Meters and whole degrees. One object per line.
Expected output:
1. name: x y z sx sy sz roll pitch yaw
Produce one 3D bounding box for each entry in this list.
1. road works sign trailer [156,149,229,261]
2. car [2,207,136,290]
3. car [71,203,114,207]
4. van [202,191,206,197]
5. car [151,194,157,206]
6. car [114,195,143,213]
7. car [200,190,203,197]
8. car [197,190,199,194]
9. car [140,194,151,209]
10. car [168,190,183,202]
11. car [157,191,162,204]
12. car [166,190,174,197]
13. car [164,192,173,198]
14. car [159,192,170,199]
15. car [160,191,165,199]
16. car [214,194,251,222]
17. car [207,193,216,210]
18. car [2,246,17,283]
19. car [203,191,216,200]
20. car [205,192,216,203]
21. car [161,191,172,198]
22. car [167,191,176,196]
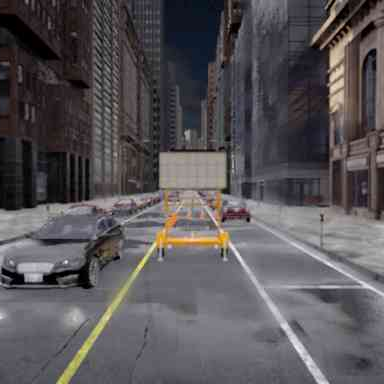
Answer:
1. road works sign trailer: 0.027 0.317 11.657 2.380 3.560 2.880 0 1 0
2. car: -3.079 1.378 8.922 2.128 1.511 4.902 0 1 0
3. car: -5.719 1.326 17.395 1.887 1.381 4.507 0 1 0
4. van: 2.887 0.709 50.989 1.690 1.788 3.998 0 1 0
5. car: -5.665 0.945 39.799 1.967 1.590 4.097 0 1 0
6. car: -5.693 1.225 28.598 1.802 1.307 4.206 0 1 0
7. car: 2.912 0.775 62.196 1.887 1.381 4.507 0 1 0
8. car: 2.965 0.500 84.602 1.887 1.381 4.507 0 1 0
9. car: -5.679 1.102 34.029 1.752 1.417 4.829 0 1 0
10. car: -2.870 0.870 55.249 2.033 1.411 5.357 0 1 0
11. car: -5.653 0.981 45.401 1.887 1.381 4.507 0 1 0
12. car: -5.560 0.395 84.610 1.967 1.590 4.097 0 1 0
13. car: -5.573 0.589 79.010 1.947 1.339 4.313 0 1 0
14. car: -5.600 0.743 67.807 1.802 1.307 4.206 0 1 0
15. car: -5.639 0.912 51.003 1.887 1.381 4.507 0 1 0
16. car: 2.820 1.153 22.981 1.967 1.590 4.097 0 1 0
17. car: 2.847 1.098 34.356 1.752 1.417 4.829 0 1 0
18. car: -5.744 1.235 6.189 2.192 1.841 5.009 0 1 0
19. car: 2.873 0.982 45.390 1.887 1.381 4.507 0 1 0
20. car: 2.859 1.051 39.789 1.887 1.381 4.507 0 1 0
21. car: -5.586 0.532 73.407 1.967 1.590 4.097 0 1 0
22. car: -5.547 0.452 90.212 1.947 1.339 4.313 0 1 0
